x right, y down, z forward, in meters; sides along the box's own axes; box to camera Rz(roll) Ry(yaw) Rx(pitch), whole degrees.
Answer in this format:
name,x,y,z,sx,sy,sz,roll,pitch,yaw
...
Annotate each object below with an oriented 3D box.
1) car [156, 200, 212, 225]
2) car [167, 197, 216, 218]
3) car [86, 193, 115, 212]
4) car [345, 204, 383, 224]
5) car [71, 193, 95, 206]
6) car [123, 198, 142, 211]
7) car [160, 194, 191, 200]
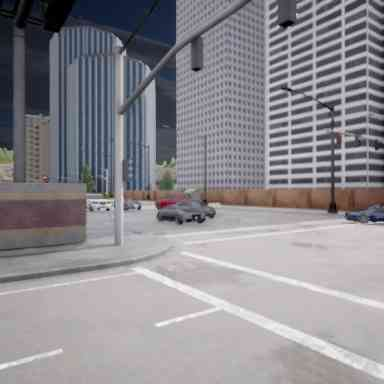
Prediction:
name,x,y,z,sx,sy,sz,roll,pitch,yaw
car,-0.859,1.543,23.870,1.994,1.385,4.181,0,0,-35
car,0.100,1.479,28.579,1.837,1.490,4.892,0,0,-35
car,-11.282,1.200,38.636,2.150,2.045,5.566,0,0,-35
car,13.579,1.509,23.018,5.357,1.411,2.033,0,0,20
car,-17.847,1.181,54.159,2.150,2.045,5.566,0,0,-35
car,-7.690,1.466,39.619,2.128,1.511,4.902,0,0,-35
car,-2.073,1.190,38.075,2.150,2.045,5.566,0,0,-35
